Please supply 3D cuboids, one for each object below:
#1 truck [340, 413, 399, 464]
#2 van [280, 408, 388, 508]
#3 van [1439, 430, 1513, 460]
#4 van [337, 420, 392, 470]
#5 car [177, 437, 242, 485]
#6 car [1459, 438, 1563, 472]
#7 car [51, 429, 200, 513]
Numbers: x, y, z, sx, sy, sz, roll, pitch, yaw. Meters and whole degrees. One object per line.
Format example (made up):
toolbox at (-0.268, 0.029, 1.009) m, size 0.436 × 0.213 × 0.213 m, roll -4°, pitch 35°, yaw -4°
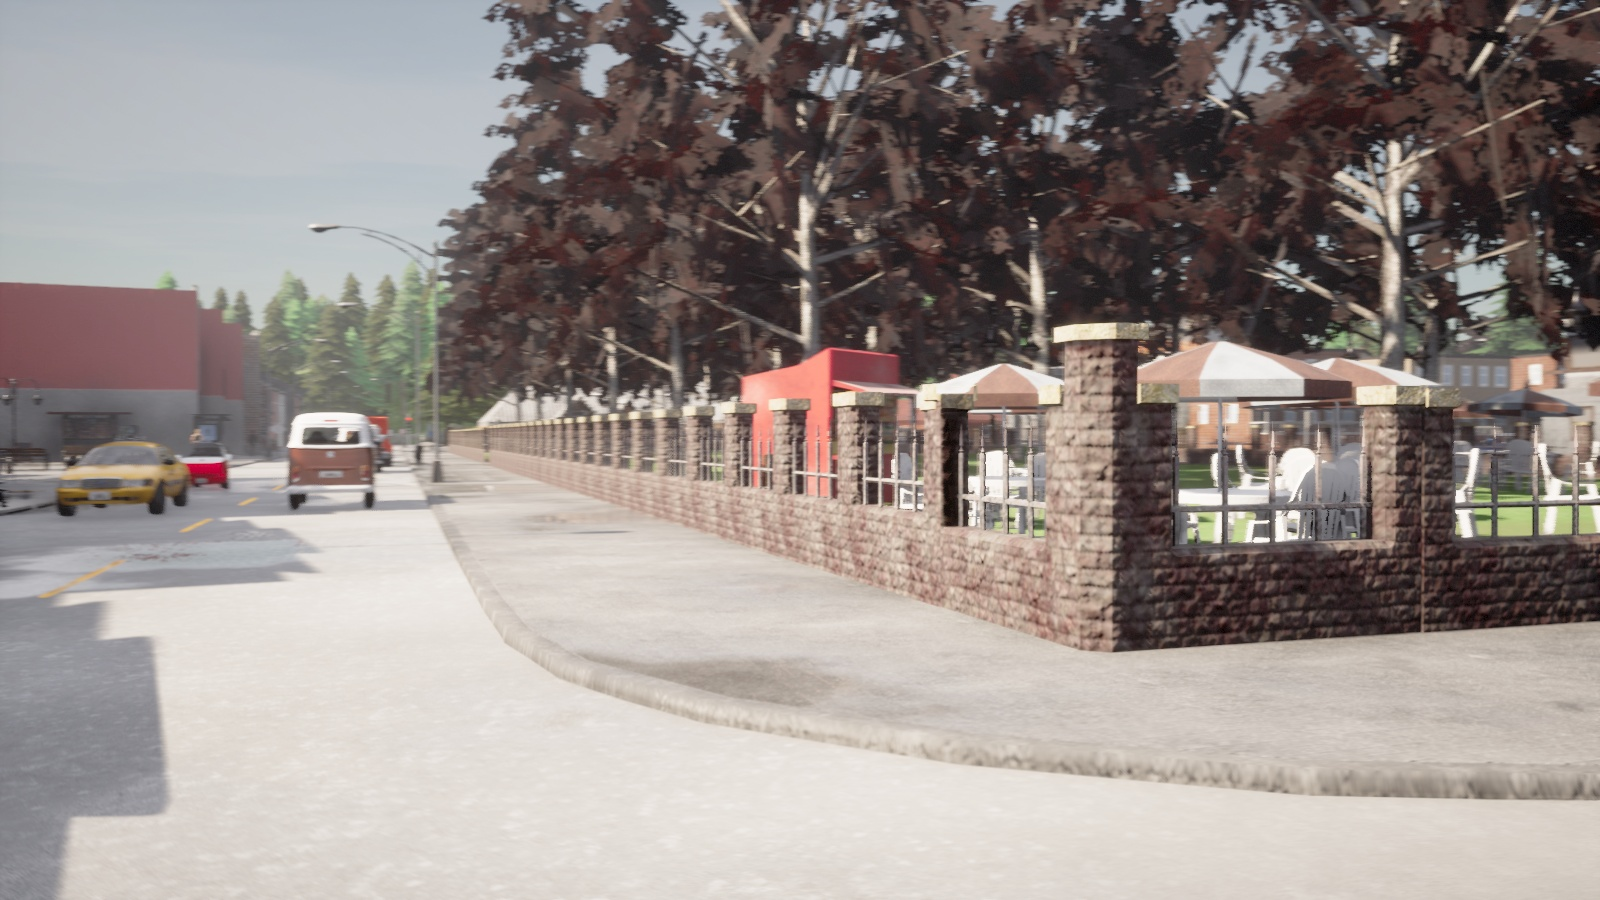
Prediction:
truck at (-21.426, -0.580, 62.693) m, size 2.627 × 2.467 × 5.204 m, roll 0°, pitch 1°, yaw -18°
van at (-10.301, 0.135, 28.059) m, size 2.069 × 2.038 × 4.480 m, roll 0°, pitch 1°, yaw -18°
van at (45.995, -0.327, 85.439) m, size 4.442 × 1.987 × 1.775 m, roll 0°, pitch 1°, yaw -18°
van at (-18.303, -0.228, 52.951) m, size 2.069 × 2.038 × 4.480 m, roll 0°, pitch 1°, yaw -18°
car at (-17.419, 0.315, 37.126) m, size 1.481 × 1.376 × 2.207 m, roll 0°, pitch 0°, yaw -18°
car at (32.174, 0.194, 56.939) m, size 1.970 × 1.475 × 3.806 m, roll 0°, pitch 1°, yaw -17°
car at (-13.916, 0.358, 26.235) m, size 1.801 × 1.575 × 5.366 m, roll 0°, pitch 1°, yaw -18°
